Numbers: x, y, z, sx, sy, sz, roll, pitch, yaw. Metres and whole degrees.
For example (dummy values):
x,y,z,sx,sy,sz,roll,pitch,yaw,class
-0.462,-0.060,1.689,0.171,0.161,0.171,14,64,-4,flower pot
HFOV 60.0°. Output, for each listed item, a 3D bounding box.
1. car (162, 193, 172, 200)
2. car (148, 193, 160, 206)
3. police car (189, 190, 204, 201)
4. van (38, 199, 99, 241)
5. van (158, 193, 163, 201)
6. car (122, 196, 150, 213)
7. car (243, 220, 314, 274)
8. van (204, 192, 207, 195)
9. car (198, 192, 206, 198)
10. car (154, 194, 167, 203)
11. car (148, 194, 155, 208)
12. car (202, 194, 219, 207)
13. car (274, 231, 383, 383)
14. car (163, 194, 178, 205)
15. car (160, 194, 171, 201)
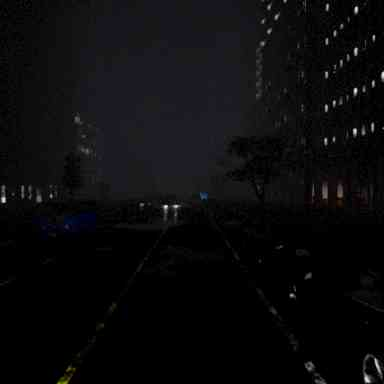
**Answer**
x,y,z,sx,sy,sz,roll,pitch,yaw,class
-5.751,1.045,77.662,2.008,1.369,4.403,-1,0,0,car
-5.729,1.241,43.912,1.887,1.381,4.507,-1,0,0,car
0.856,0.964,69.900,1.930,1.638,5.238,0,0,0,police car
-5.714,1.225,15.786,1.690,1.788,3.998,-1,0,0,van
-5.736,1.003,49.535,1.690,1.788,3.998,-1,0,0,van
-5.721,1.319,32.662,2.008,1.369,4.403,-1,0,0,car
2.673,1.490,10.168,1.947,1.339,4.313,-1,0,0,car
2.626,0.835,77.667,1.690,1.788,3.998,-1,0,0,van
2.620,0.872,88.916,1.967,1.590,4.097,-1,0,0,car
-5.739,1.137,60.786,1.887,1.381,4.507,-1,0,0,car
-5.726,1.258,38.117,1.752,1.417,4.829,-1,0,0,car
2.652,1.278,43.918,1.802,1.307,4.206,-1,0,0,car
2.677,1.531,4.543,1.947,1.339,4.313,-1,0,0,car
-3.108,1.161,50.140,1.837,1.490,4.892,0,1,0,car
-5.746,1.077,72.037,2.008,1.369,4.403,-1,0,0,car
